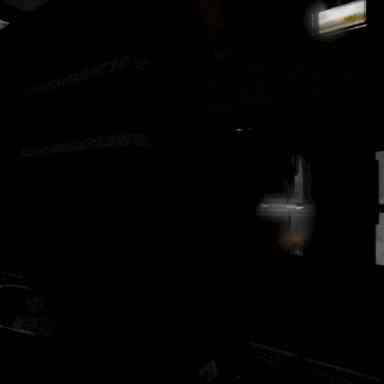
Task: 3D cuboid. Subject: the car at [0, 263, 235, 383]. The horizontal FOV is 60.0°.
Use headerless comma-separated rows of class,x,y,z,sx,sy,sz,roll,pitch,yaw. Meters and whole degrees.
car,-1.575,1.570,3.997,4.313,1.339,1.947,0,0,35
